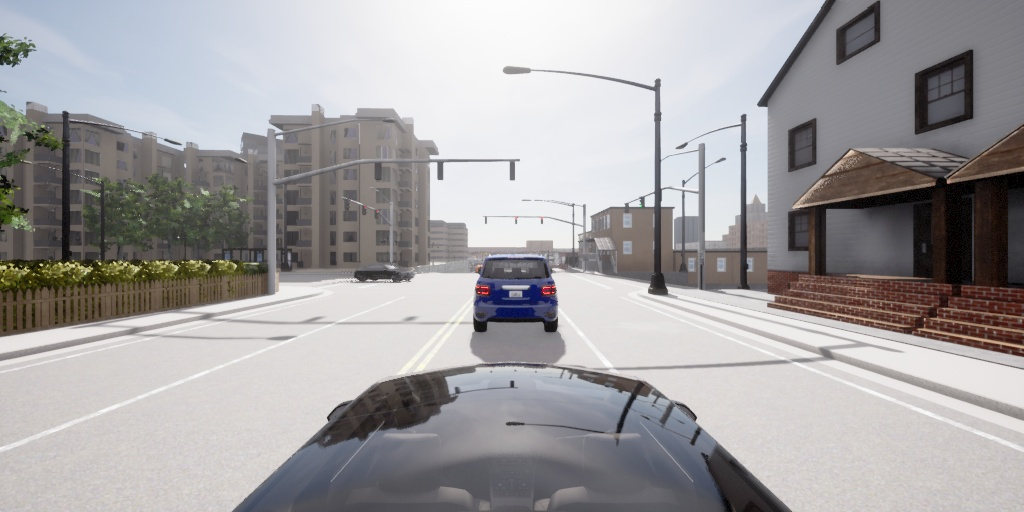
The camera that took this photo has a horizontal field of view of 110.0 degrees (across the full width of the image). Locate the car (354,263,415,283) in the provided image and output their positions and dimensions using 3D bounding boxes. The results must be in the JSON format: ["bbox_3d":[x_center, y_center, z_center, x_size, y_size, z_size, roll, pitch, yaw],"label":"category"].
[{"bbox_3d":[-9.746,1.268,27.405,4.674,1.442,1.812,0,0,13],"label":"car"}]

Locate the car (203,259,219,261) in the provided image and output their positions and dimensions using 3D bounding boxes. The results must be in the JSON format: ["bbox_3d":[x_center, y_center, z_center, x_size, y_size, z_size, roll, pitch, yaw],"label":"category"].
[{"bbox_3d":[-22.863,1.105,28.201,4.553,1.767,2.097,0,0,1],"label":"car"}]

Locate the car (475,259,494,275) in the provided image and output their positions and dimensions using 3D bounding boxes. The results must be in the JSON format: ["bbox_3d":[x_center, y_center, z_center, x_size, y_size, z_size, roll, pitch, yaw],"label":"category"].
[{"bbox_3d":[-3.552,1.506,46.980,2.097,1.767,4.553,1,-5,0],"label":"car"}]

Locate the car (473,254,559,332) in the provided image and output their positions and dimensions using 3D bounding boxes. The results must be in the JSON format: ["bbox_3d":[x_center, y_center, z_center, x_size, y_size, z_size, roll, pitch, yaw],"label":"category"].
[{"bbox_3d":[0.102,0.971,10.959,2.150,2.045,5.566,0,0,0],"label":"car"}]
